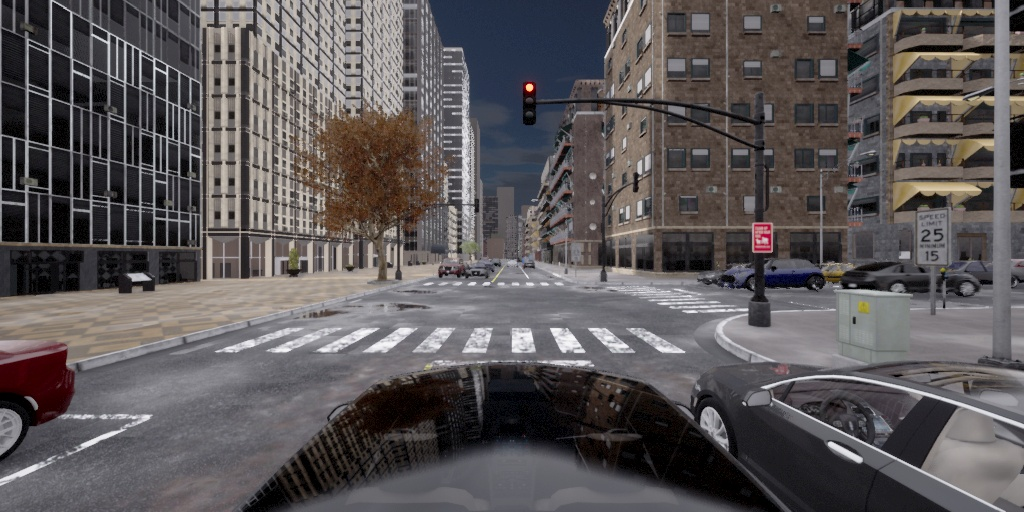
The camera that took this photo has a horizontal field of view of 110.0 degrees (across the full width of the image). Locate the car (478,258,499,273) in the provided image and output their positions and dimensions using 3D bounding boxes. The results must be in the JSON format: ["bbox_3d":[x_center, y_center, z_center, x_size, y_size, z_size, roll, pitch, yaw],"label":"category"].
[{"bbox_3d":[-3.106,1.319,44.947,2.033,1.411,5.357,0,0,0],"label":"car"}]

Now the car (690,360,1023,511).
[{"bbox_3d":[2.689,1.300,2.016,2.007,1.370,4.403,0,0,0],"label":"car"}]

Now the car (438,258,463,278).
[{"bbox_3d":[-5.696,1.078,34.402,2.192,1.841,5.009,0,0,0],"label":"car"}]

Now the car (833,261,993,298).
[{"bbox_3d":[17.302,0.998,15.691,4.892,1.490,1.837,-1,0,0],"label":"car"}]

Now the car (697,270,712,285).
[{"bbox_3d":[13.432,1.095,21.433,4.403,1.370,2.007,0,0,-1],"label":"car"}]

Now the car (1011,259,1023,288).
[{"bbox_3d":[23.863,0.948,18.951,5.357,1.411,2.033,-1,0,-1],"label":"car"}]

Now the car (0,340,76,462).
[{"bbox_3d":[-5.692,1.295,2.015,1.888,1.381,4.507,0,0,0],"label":"car"}]

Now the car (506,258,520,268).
[{"bbox_3d":[0.095,1.316,63.595,1.812,1.442,4.674,0,0,0],"label":"car"}]

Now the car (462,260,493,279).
[{"bbox_3d":[-3.096,1.326,32.885,1.994,1.385,4.181,0,0,1],"label":"car"}]

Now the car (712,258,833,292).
[{"bbox_3d":[13.520,0.896,18.869,4.553,1.767,2.097,-1,0,0],"label":"car"}]

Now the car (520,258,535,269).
[{"bbox_3d":[2.682,1.348,56.494,1.948,1.339,4.313,0,0,0],"label":"car"}]
